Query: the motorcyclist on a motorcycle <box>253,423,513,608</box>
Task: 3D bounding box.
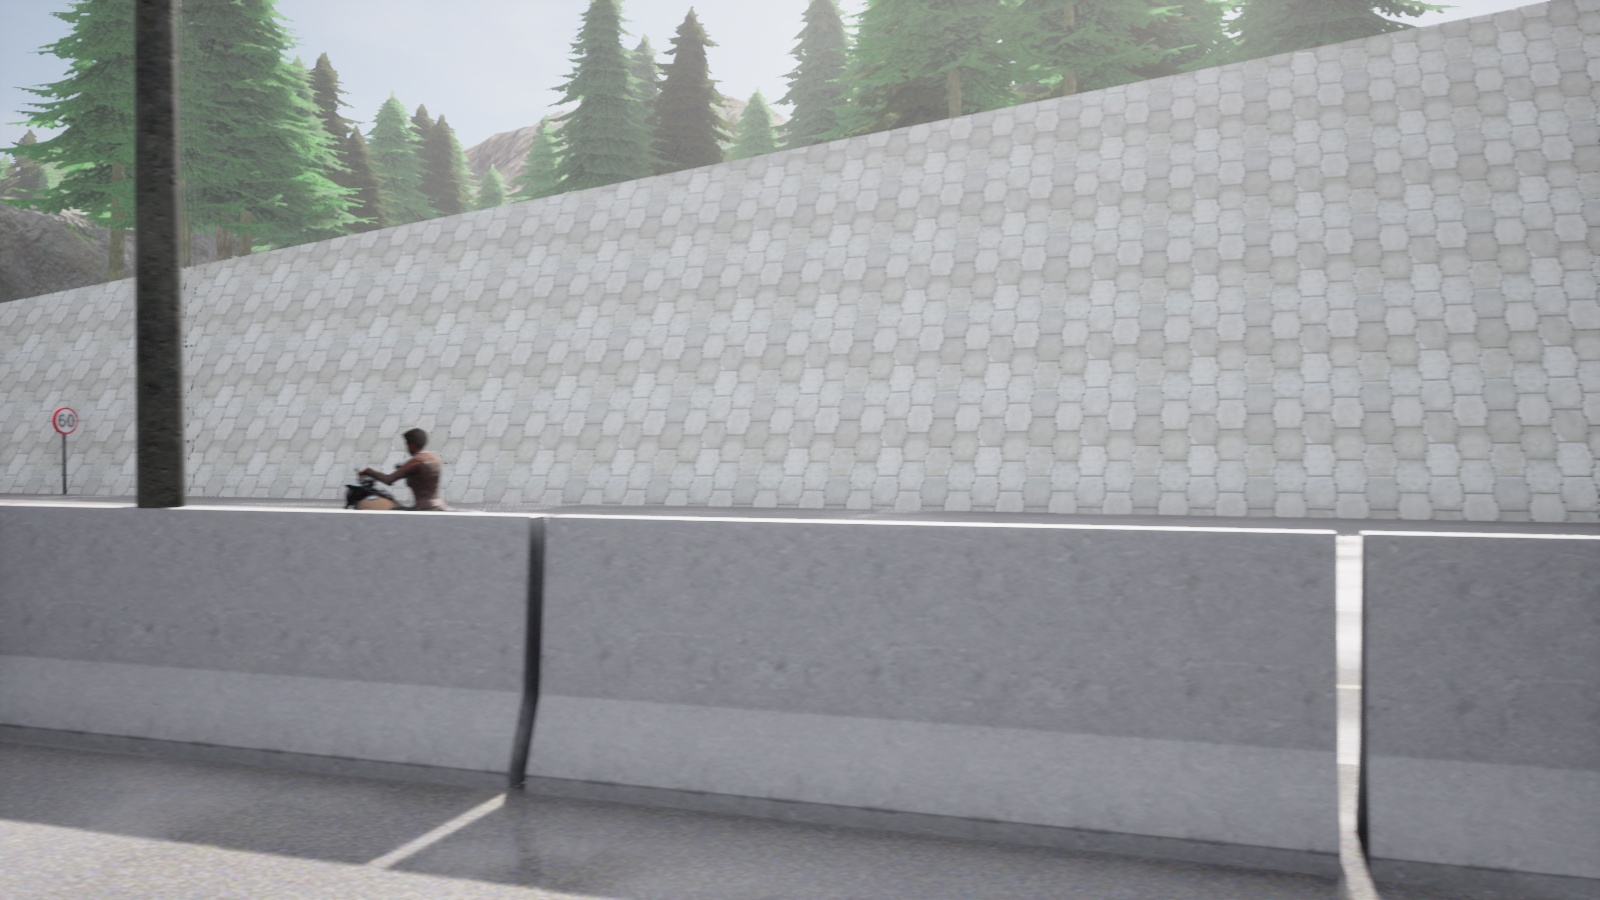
[{"bbox_3d":[-3.952,0.571,11.907,2.350,1.649,0.766,0,1,19],"label":"motorcyclist on a motorcycle"}]
